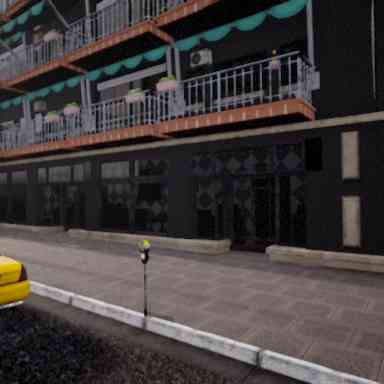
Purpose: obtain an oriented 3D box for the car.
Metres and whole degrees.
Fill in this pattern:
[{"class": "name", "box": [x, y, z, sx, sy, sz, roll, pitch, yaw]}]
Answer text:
[{"class": "car", "box": [-5.421, 1.445, 6.802, 5.366, 1.575, 1.801, 0, 0, 35]}]
